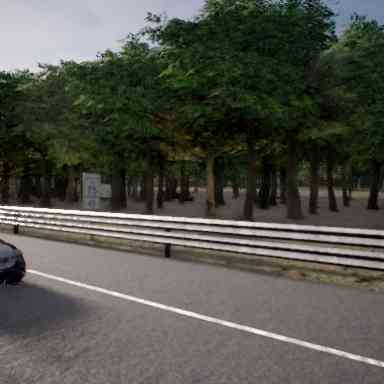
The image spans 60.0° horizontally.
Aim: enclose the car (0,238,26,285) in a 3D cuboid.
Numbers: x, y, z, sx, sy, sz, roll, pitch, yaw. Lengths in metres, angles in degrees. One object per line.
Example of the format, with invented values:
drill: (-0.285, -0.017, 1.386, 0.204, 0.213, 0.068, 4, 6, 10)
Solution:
car: (-5.918, 1.504, 8.118, 4.181, 1.385, 1.994, 0, 0, 35)
